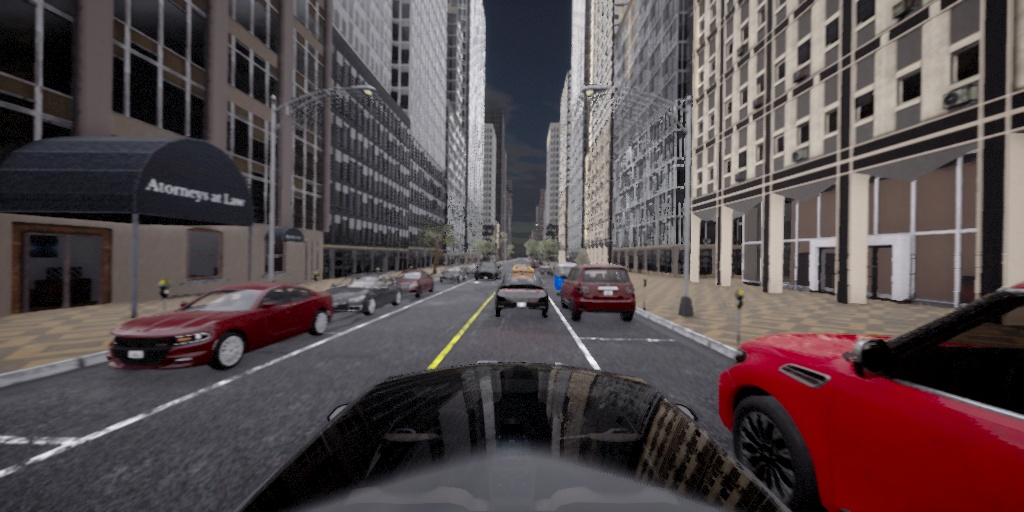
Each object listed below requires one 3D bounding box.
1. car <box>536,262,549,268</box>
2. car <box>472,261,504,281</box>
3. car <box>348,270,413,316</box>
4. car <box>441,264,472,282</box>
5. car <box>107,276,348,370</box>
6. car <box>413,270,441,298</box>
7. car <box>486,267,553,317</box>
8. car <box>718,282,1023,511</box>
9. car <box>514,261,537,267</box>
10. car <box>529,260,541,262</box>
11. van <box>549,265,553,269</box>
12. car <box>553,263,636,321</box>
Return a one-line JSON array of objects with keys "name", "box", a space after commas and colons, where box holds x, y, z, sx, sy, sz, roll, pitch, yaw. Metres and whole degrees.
[{"name": "car", "box": [3.772, 1.689, 41.485, 2.007, 1.370, 4.403, 0, 0, 2]}, {"name": "car", "box": [-2.202, 1.333, 33.438, 2.097, 1.767, 4.553, 1, 0, 2]}, {"name": "car", "box": [-5.442, 1.316, 13.329, 2.007, 1.370, 4.403, 0, 0, 2]}, {"name": "car", "box": [-4.939, 1.466, 30.372, 2.007, 1.370, 4.403, 0, 0, 2]}, {"name": "car", "box": [-5.608, 1.261, 7.648, 1.888, 1.381, 4.507, 0, 0, 2]}, {"name": "car", "box": [-5.274, 1.398, 19.010, 1.802, 1.307, 4.207, 0, 0, 2]}, {"name": "car", "box": [0.378, 1.349, 13.818, 2.128, 1.511, 4.902, 1, 0, 2]}, {"name": "car", "box": [3.014, 1.018, 1.092, 2.150, 2.045, 5.566, 1, 0, 2]}, {"name": "car", "box": [0.887, 1.486, 31.140, 1.882, 1.535, 5.008, 1, -1, 2]}, {"name": "car", "box": [4.442, 1.651, 64.210, 2.192, 1.841, 5.009, 0, 0, 2]}, {"name": "van", "box": [3.103, 1.280, 18.762, 1.690, 1.789, 3.998, 0, 0, 2]}, {"name": "car", "box": [2.935, 1.204, 13.081, 2.192, 1.841, 5.009, 0, 0, 2]}]
